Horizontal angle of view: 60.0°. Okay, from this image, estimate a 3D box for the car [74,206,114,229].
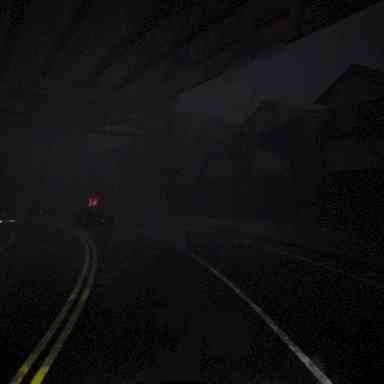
[{"bbox_3d":[-7.054,1.723,23.730,1.882,1.535,5.008,0,0,-30],"label":"car"}]

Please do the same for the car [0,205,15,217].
[{"bbox_3d":[-20.929,2.112,36.868,1.895,1.301,4.718,0,0,-37],"label":"car"}]

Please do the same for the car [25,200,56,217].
[{"bbox_3d":[-17.100,2.016,37.920,2.033,1.411,5.357,0,0,-37],"label":"car"}]
